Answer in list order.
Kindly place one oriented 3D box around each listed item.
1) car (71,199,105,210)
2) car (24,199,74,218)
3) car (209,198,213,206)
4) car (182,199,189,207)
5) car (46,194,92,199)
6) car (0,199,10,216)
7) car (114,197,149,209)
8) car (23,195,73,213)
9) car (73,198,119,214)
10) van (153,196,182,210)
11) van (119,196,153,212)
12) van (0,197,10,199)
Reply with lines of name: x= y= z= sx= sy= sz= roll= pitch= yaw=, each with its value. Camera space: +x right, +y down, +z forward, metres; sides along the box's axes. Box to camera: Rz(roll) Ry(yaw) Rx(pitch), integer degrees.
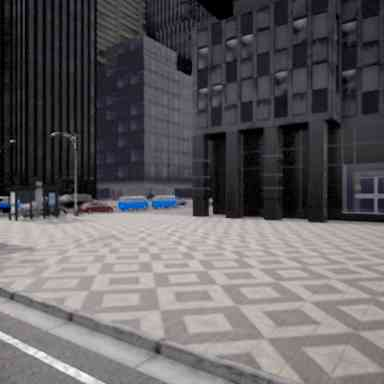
car: x=-13.795 y=1.631 z=44.323 sx=1.802 sy=1.307 sz=4.206 roll=0 pitch=0 yaw=35
car: x=-13.444 y=1.612 z=30.129 sx=2.008 sy=1.369 sz=4.403 roll=0 pitch=0 yaw=35
car: x=3.033 y=1.633 z=53.245 sx=1.802 sy=1.307 sz=4.206 roll=0 pitch=0 yaw=35
car: x=-2.307 y=1.541 z=50.339 sx=2.128 sy=1.511 sz=4.902 roll=0 pitch=0 yaw=35
car: x=-14.190 y=1.275 z=39.177 sx=2.150 sy=2.045 sz=5.566 roll=0 pitch=0 yaw=36
car: x=-19.857 y=1.661 z=31.234 sx=1.895 sy=1.301 sz=4.718 roll=0 pitch=0 yaw=35
car: x=-8.495 y=1.554 z=47.153 sx=1.837 sy=1.490 sz=4.892 roll=0 pitch=0 yaw=36
car: x=-17.091 y=1.368 z=39.699 sx=2.192 sy=1.841 sz=5.009 roll=0 pitch=0 yaw=35
car: x=-10.148 y=1.640 z=34.753 sx=1.802 sy=1.307 sz=4.206 roll=0 pitch=0 yaw=35
van: x=-3.557 y=1.393 z=43.999 sx=1.690 sy=1.788 sz=3.998 roll=0 pitch=0 yaw=35
van: x=-6.852 y=1.396 z=39.376 sx=1.690 sy=1.788 sz=3.998 roll=0 pitch=0 yaw=35
van: x=-20.386 y=1.397 z=35.077 sx=1.690 sy=1.788 sz=3.998 roll=0 pitch=0 yaw=35
